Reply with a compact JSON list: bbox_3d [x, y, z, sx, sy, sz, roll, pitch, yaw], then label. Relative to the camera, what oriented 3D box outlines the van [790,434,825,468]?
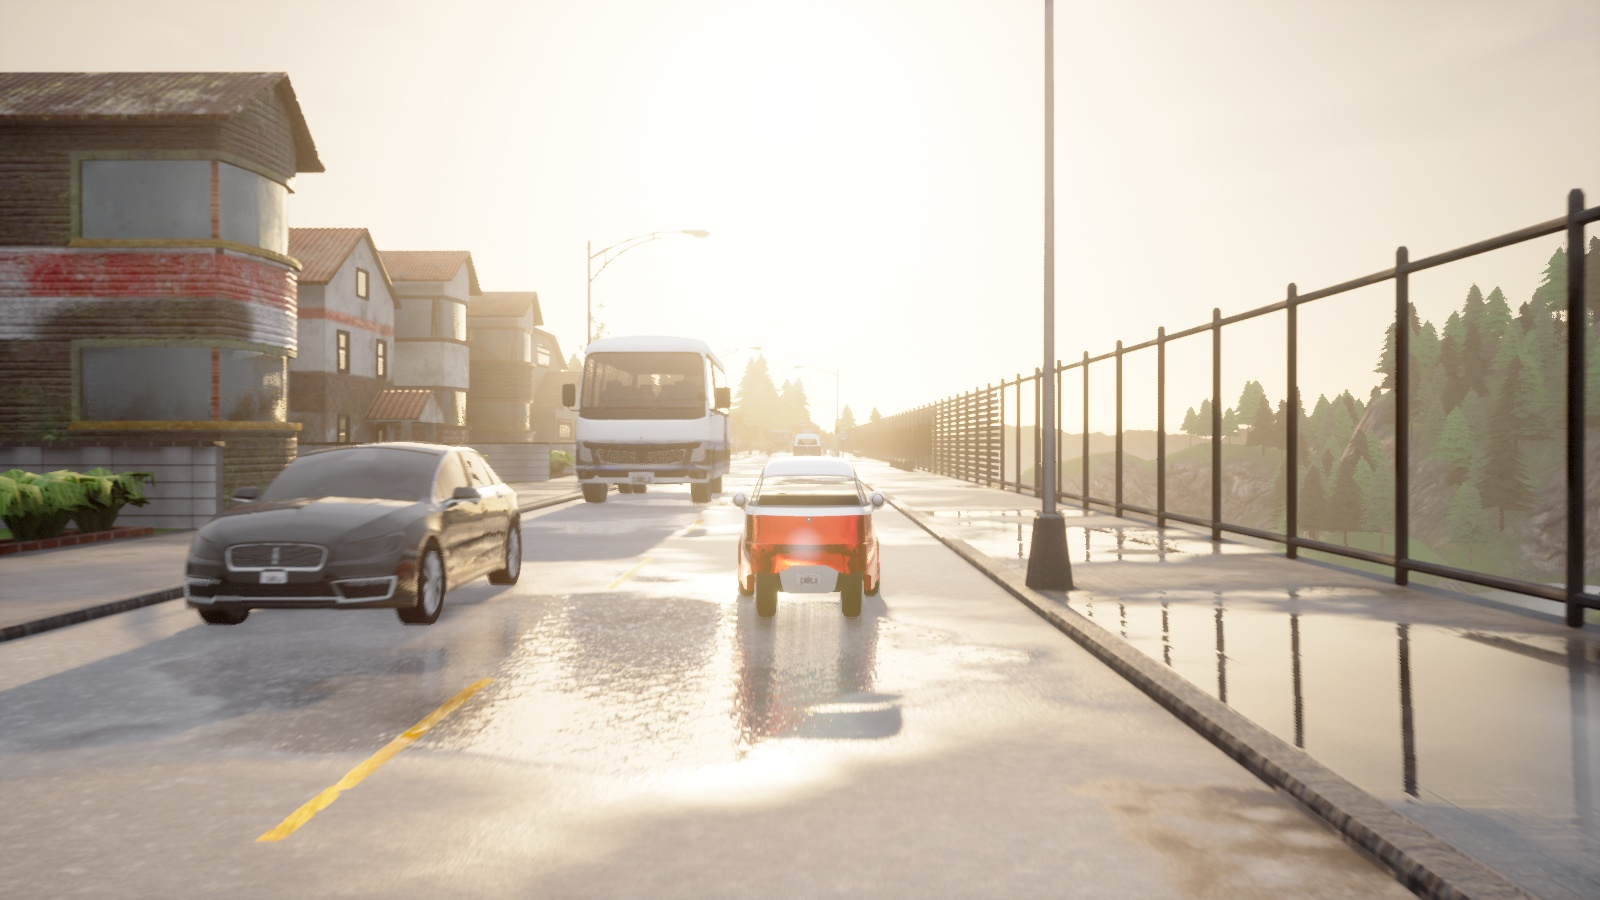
[{"bbox_3d":[0.455,0.032,77.846,2.069,2.038,4.480,0,0,0],"label":"van"}]

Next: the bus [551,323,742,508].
[{"bbox_3d":[-3.778,-0.825,34.020,3.944,4.253,10.273,0,0,0],"label":"bus"}]

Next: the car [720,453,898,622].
[{"bbox_3d":[0.080,0.736,11.587,1.481,1.376,2.207,0,1,0],"label":"car"}]

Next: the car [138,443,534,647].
[{"bbox_3d":[-3.919,0.683,11.643,1.837,1.490,4.892,0,0,0],"label":"car"}]
